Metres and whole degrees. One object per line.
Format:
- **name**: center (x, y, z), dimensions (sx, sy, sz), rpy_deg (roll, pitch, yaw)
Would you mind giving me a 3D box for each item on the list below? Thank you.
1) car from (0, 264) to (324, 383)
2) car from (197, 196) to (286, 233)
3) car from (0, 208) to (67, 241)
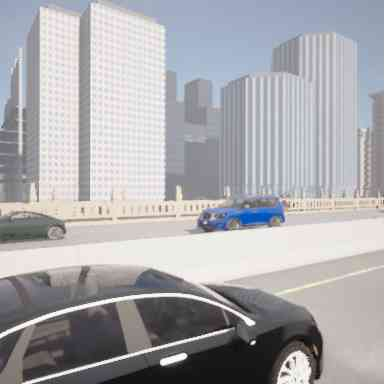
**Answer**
- **car**: center (-0.682, 1.508, 3.259), dimensions (4.892, 1.490, 1.837), rpy_deg (0, 0, -35)
- **car**: center (2.948, 1.255, 18.987), dimensions (5.566, 2.045, 2.150), rpy_deg (0, 0, -35)
- **car**: center (-8.058, 1.571, 15.440), dimensions (4.181, 1.385, 1.994), rpy_deg (0, 0, -35)
